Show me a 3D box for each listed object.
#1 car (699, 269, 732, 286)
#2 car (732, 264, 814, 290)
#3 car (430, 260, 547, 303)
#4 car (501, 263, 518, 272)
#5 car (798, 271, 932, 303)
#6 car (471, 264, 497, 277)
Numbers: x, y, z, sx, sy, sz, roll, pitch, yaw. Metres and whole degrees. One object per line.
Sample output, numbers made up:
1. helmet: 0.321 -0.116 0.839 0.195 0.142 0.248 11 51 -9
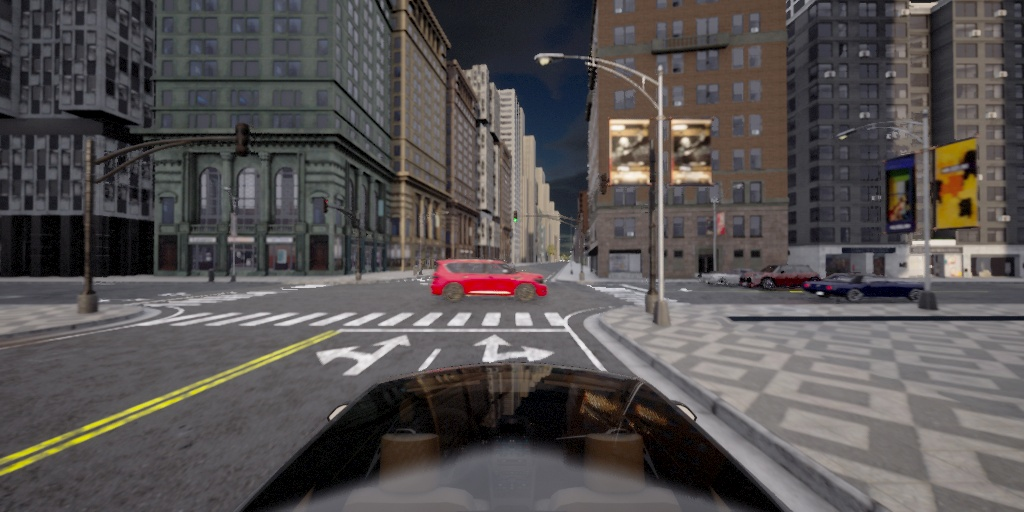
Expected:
1. car: 16.996 1.620 27.257 4.718 1.301 1.895 0 -1 0
2. car: 17.821 1.339 24.012 4.553 1.767 2.097 0 -1 0
3. car: -1.119 1.192 17.341 5.566 2.045 2.150 0 -1 0
4. car: -0.418 2.002 63.299 2.033 1.411 5.357 0 -1 10
5. car: 17.134 1.518 17.408 4.718 1.301 1.895 0 -1 0
6. car: -3.436 1.788 45.211 2.033 1.411 5.357 0 -1 9
